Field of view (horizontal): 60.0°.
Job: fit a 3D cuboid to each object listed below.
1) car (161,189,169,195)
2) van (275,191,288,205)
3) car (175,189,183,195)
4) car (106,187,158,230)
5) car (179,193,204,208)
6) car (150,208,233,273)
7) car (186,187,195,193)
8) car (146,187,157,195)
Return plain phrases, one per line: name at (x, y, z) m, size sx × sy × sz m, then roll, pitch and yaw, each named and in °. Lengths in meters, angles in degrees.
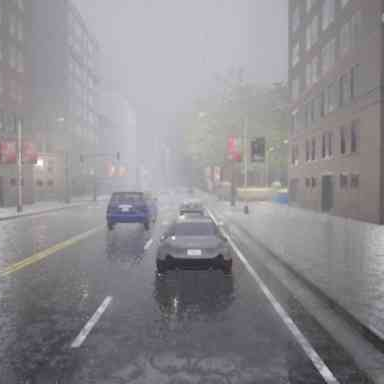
car at (-6.887, -0.008, 84.459) m, size 1.882 × 1.535 × 5.008 m, roll 0°, pitch 1°, yaw 0°
van at (11.981, 0.709, 40.188) m, size 3.998 × 1.788 × 1.690 m, roll 0°, pitch 1°, yaw 1°
car at (-3.661, -0.066, 89.826) m, size 2.128 × 1.511 × 4.902 m, roll 0°, pitch 1°, yaw 0°
car at (-3.236, 0.898, 18.736) m, size 2.150 × 2.045 × 5.566 m, roll 0°, pitch 1°, yaw 0°
car at (-0.021, 1.092, 26.380) m, size 2.033 × 1.411 × 5.357 m, roll 0°, pitch 1°, yaw 0°
car at (0.054, 1.390, 10.015) m, size 1.994 × 1.385 × 4.181 m, roll 0°, pitch 1°, yaw 0°
car at (-0.410, -0.093, 89.841) m, size 1.837 × 1.490 × 4.892 m, roll 0°, pitch 1°, yaw 0°
car at (-10.137, -0.259, 84.410) m, size 2.150 × 2.045 × 5.566 m, roll 0°, pitch 1°, yaw 0°
